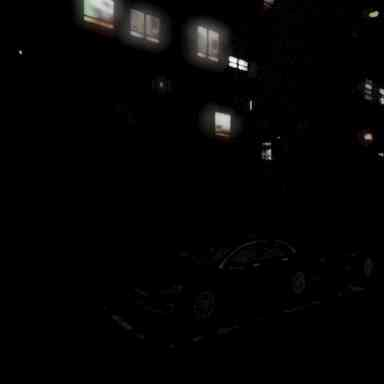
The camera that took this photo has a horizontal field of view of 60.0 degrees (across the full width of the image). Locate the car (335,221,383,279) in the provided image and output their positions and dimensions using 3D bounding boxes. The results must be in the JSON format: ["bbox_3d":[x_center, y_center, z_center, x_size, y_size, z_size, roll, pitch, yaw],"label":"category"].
[{"bbox_3d":[5.427,1.643,10.426,4.507,1.381,1.887,1,0,-35],"label":"car"}]

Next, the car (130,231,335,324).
[{"bbox_3d":[0.838,1.596,7.154,4.403,1.369,2.008,1,0,-35],"label":"car"}]
